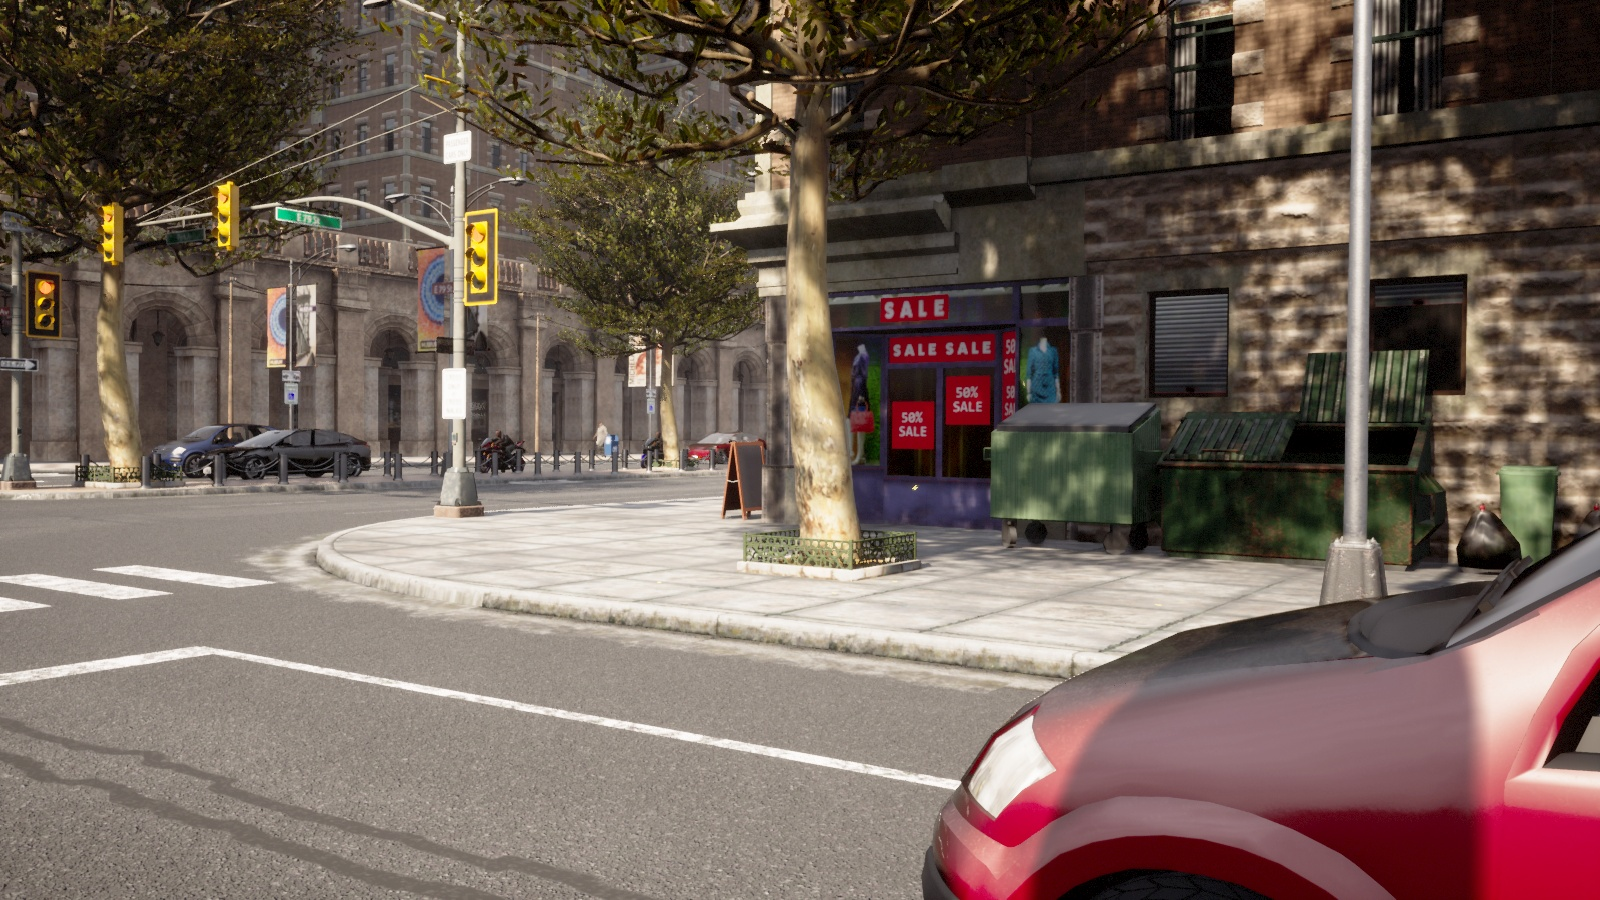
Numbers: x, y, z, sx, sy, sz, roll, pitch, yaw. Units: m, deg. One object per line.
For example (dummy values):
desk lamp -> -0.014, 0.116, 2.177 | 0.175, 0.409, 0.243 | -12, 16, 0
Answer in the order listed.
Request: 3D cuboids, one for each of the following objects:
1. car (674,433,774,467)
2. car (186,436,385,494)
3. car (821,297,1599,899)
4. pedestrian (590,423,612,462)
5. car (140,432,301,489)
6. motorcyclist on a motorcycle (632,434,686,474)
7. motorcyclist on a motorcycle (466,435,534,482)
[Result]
car -> -3.481, -0.035, 58.429 | 2.163, 1.488, 4.792 | 0, 1, 34
car -> -14.508, 0.375, 35.676 | 2.163, 1.488, 4.792 | 0, 1, 35
car -> 2.221, 0.580, 2.146 | 3.988, 1.617, 1.851 | 0, 1, 34
pedestrian -> -10.110, -0.391, 63.748 | 0.873, 1.952, 0.659 | -1, 1, -40
car -> -17.354, 0.271, 37.773 | 1.851, 1.617, 3.988 | 0, 1, 35
motorcyclist on a motorcycle -> -5.495, 0.145, 49.164 | 0.866, 1.530, 2.191 | 0, 1, 34
motorcyclist on a motorcycle -> -10.093, 0.280, 42.330 | 0.866, 1.530, 2.191 | 0, 1, 34
